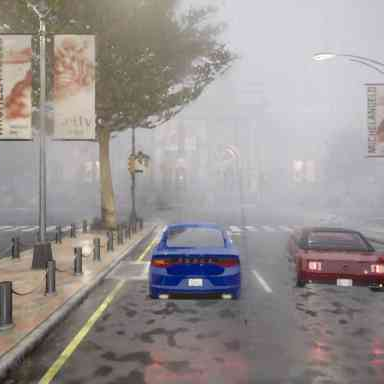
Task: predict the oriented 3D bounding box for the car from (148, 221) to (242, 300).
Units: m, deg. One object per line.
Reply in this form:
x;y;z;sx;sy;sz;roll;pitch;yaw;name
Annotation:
0.071;1.478;8.470;1.882;1.535;5.008;0;0;0;car

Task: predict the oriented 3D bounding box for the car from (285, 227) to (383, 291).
3.677;1.601;9.097;1.895;1.301;4.718;0;0;13;car
